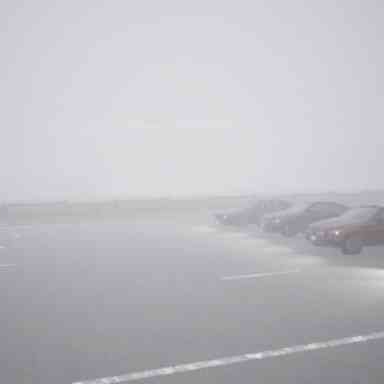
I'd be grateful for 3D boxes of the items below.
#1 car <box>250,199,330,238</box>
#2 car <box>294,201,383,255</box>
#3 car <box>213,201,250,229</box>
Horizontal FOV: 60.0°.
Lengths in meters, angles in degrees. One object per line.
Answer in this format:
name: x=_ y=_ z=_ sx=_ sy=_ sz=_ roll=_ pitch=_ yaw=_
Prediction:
car: x=5.193 y=1.089 z=14.597 sx=4.674 sy=1.442 sz=1.812 roll=-2 pitch=1 yaw=-15
car: x=6.103 y=1.134 z=11.217 sx=4.674 sy=1.442 sz=1.812 roll=-2 pitch=1 yaw=-15
car: x=3.871 y=1.077 z=17.881 sx=5.357 sy=1.411 sz=2.033 roll=-2 pitch=1 yaw=-15
